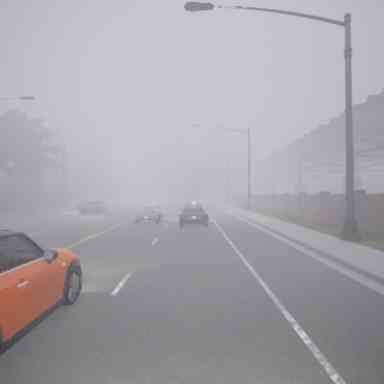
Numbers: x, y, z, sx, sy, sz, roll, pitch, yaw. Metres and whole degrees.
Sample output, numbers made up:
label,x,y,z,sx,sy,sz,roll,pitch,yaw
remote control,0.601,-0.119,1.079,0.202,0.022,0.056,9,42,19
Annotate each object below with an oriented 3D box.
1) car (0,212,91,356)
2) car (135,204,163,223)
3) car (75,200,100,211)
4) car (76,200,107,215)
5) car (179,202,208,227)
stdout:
label,x,y,z,sx,sy,sz,roll,pitch,yaw
car,-3.396,1.377,5.263,2.097,1.767,4.553,0,0,0
car,-3.383,1.649,26.730,1.812,1.442,4.674,0,0,0
car,-14.029,1.809,44.929,1.895,1.301,4.718,0,0,0
car,-10.567,1.671,35.837,1.837,1.490,4.892,0,0,0
car,0.118,1.675,24.089,1.994,1.385,4.181,0,0,0
